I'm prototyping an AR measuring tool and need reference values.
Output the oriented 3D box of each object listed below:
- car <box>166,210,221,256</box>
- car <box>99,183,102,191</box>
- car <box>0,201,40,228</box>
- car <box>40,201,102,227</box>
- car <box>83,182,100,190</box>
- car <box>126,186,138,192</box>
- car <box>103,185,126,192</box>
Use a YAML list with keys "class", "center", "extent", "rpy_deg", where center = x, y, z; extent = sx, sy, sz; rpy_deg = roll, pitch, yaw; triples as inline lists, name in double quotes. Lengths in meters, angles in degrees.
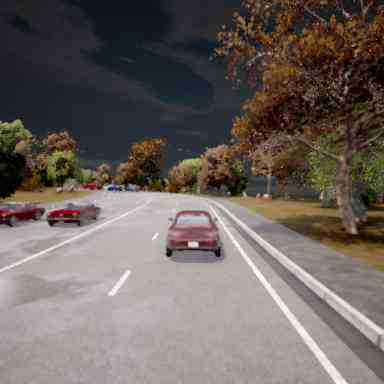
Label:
- class: "car"
  center: [0.052, 1.402, 12.504]
  extent: [1.812, 1.442, 4.674]
  rpy_deg: [0, 1, 0]
- class: "car"
  center: [-21.731, -1.118, 87.926]
  extent: [4.674, 1.442, 1.812]
  rpy_deg: [3, 1, 40]
- class: "car"
  center: [-10.494, 1.237, 19.511]
  extent: [1.895, 1.301, 4.718]
  rpy_deg: [0, 2, 1]
- class: "car"
  center: [-6.990, 1.242, 20.039]
  extent: [1.895, 1.301, 4.718]
  rpy_deg: [0, 2, 1]
- class: "car"
  center: [-25.947, -1.507, 86.870]
  extent: [5.566, 2.045, 2.150]
  rpy_deg: [3, 1, 35]
- class: "car"
  center: [-14.807, -0.676, 80.797]
  extent: [1.812, 1.442, 4.674]
  rpy_deg: [1, 1, -40]
- class: "car"
  center: [-18.615, -0.848, 79.822]
  extent: [1.882, 1.535, 5.008]
  rpy_deg: [1, 1, -45]
